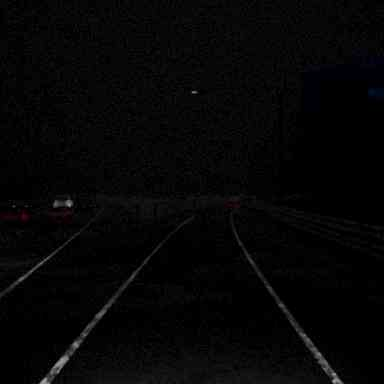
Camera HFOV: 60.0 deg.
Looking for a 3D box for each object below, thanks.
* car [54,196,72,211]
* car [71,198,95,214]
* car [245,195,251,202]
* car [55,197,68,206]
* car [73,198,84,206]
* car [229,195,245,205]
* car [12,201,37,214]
[{"bbox_3d":[-17.893,1.574,46.675,2.150,2.045,5.566,0,-1,-14],"label":"car"},{"bbox_3d":[-12.855,1.644,40.087,2.097,1.767,4.553,0,-1,-13],"label":"car"},{"bbox_3d":[11.614,1.447,73.311,1.882,1.535,5.008,0,0,24],"label":"car"},{"bbox_3d":[-28.102,1.997,71.791,2.097,1.767,4.553,0,-1,-16],"label":"car"},{"bbox_3d":[-24.632,2.147,72.362,1.837,1.490,4.892,0,-1,-16],"label":"car"},{"bbox_3d":[8.278,1.626,63.697,1.812,1.442,4.674,0,0,18],"label":"car"},{"bbox_3d":[-19.748,1.806,39.283,1.812,1.442,4.674,0,-1,-13],"label":"car"}]
